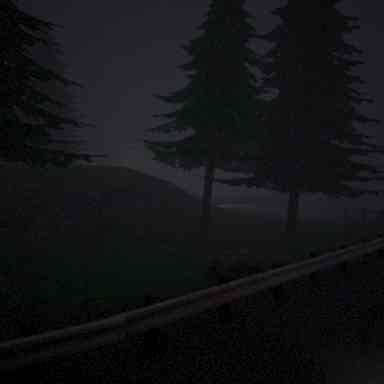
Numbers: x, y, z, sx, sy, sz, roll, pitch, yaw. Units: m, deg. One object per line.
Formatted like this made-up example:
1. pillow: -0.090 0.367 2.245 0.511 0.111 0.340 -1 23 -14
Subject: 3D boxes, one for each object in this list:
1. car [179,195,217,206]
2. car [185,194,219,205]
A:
1. car: 0.966 1.197 47.097 4.892 1.490 1.837 0 1 36
2. car: 1.536 1.148 51.004 4.902 1.511 2.128 0 1 36
